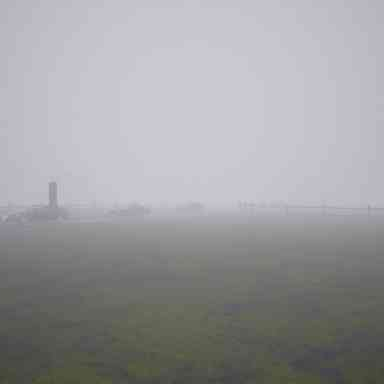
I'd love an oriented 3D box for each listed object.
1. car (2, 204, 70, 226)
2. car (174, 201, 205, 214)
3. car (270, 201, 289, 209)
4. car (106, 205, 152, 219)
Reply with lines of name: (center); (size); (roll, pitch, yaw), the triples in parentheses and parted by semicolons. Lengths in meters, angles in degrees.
car: (-11.851, 1.718, 25.615); (2.128, 1.511, 4.902); (-1, -1, 35)
car: (-0.295, 1.952, 41.950); (1.882, 1.535, 5.008); (-1, -2, 35)
car: (15.676, 2.260, 59.465); (2.033, 1.411, 5.357); (-1, -1, 36)
car: (-6.297, 1.947, 33.472); (1.895, 1.301, 4.718); (-1, -1, 35)
